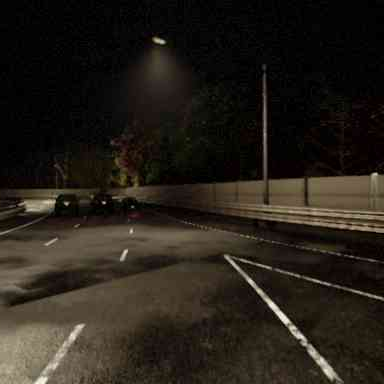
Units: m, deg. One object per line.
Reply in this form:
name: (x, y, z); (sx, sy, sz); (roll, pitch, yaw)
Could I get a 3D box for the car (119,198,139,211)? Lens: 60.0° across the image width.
car: (-7.705, 1.461, 40.568); (1.837, 1.490, 4.892); (1, 0, -21)

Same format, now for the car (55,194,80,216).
car: (-12.563, 1.227, 33.584); (2.150, 2.045, 5.566); (0, 0, -19)

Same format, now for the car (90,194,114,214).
car: (-9.812, 1.204, 36.297); (2.150, 2.045, 5.566); (0, 0, -19)
